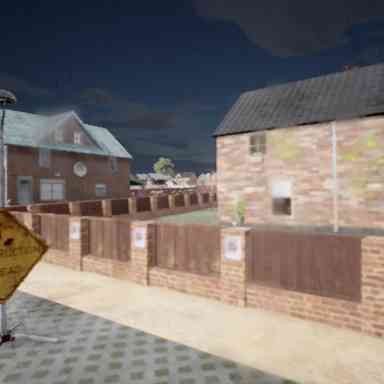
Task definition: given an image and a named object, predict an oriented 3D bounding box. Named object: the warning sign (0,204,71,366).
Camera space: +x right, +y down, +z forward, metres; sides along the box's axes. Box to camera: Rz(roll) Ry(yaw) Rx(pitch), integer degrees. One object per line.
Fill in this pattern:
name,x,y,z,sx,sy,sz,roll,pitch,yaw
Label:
warning sign,-2.538,1.119,4.454,1.060,1.860,1.300,-1,0,36
